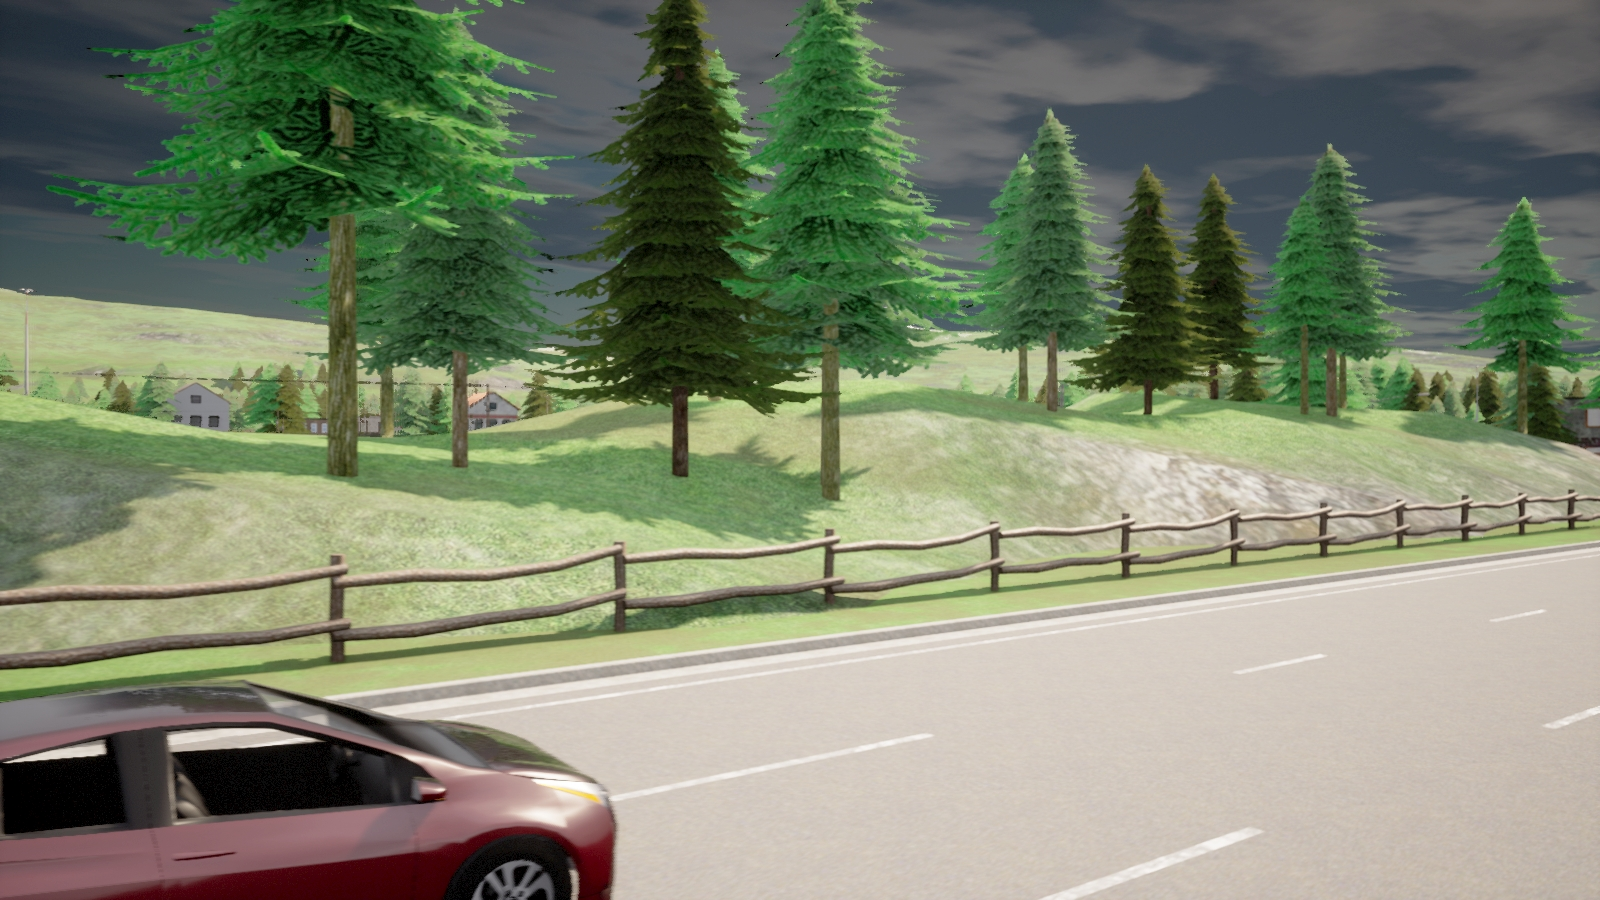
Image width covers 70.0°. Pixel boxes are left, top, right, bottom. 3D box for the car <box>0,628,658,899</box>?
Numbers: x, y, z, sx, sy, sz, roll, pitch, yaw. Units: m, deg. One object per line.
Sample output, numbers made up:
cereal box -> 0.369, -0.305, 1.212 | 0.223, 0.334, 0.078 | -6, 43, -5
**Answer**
car -> -3.237, 2.039, 6.075 | 4.514, 1.525, 2.007 | 0, 0, -35
